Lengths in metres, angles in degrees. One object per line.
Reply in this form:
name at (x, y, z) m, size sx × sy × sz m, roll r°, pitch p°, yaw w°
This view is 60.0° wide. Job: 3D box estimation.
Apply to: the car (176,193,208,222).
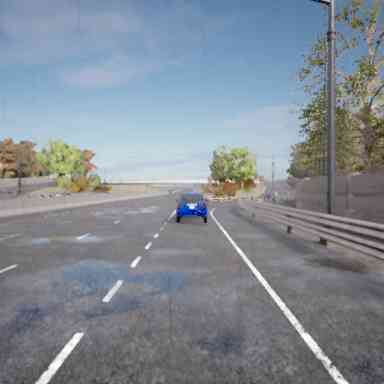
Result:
car at (0.006, 1.077, 24.582) m, size 2.150 × 2.045 × 5.566 m, roll 0°, pitch 0°, yaw 0°
